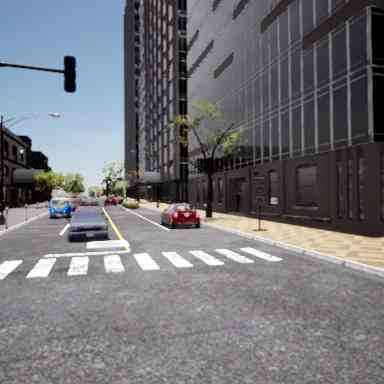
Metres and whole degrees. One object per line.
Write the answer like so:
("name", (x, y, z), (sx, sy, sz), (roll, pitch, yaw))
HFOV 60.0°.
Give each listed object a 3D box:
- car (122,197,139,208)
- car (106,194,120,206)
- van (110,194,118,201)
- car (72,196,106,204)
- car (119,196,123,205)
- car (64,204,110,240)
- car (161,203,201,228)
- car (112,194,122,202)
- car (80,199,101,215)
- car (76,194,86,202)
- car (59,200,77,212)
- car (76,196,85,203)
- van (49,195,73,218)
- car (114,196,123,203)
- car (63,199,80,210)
("car", (-8.804, 1.634, 48.959), (1.752, 1.417, 4.829), (1, 0, -17))
("car", (-14.153, 1.497, 57.454), (2.097, 1.767, 4.553), (0, 0, -17))
("van", (-21.390, 1.568, 91.234), (1.690, 1.788, 3.998), (1, 0, -17))
("car", (-8.378, 1.428, 27.215), (2.097, 1.767, 4.553), (0, 0, -16))
("car", (-10.383, 1.649, 54.263), (1.752, 1.417, 4.829), (1, 0, -17))
("car", (-5.579, 1.597, 17.721), (2.033, 1.411, 5.357), (0, 0, -20))
("car", (-0.856, 1.474, 22.273), (1.967, 1.590, 4.097), (1, 0, -17))
("car", (-18.231, 1.512, 80.625), (2.192, 1.841, 5.009), (1, 0, -17))
("car", (-11.311, 1.595, 37.169), (2.128, 1.511, 4.902), (0, 0, -16))
("car", (-27.845, 1.561, 83.547), (2.192, 1.841, 5.009), (1, 0, -17))
("car", (-15.211, 1.709, 41.111), (1.802, 1.307, 4.206), (1, 0, -17))
("car", (-26.219, 1.756, 78.078), (1.752, 1.417, 4.829), (1, 0, -17))
("van", (-12.050, 1.438, 30.504), (1.690, 1.788, 3.998), (1, 0, -17))
("car", (-16.702, 1.708, 75.482), (1.752, 1.417, 4.829), (1, 0, -17))
("car", (-16.791, 1.708, 46.416), (1.947, 1.339, 4.313), (1, 0, -17))
